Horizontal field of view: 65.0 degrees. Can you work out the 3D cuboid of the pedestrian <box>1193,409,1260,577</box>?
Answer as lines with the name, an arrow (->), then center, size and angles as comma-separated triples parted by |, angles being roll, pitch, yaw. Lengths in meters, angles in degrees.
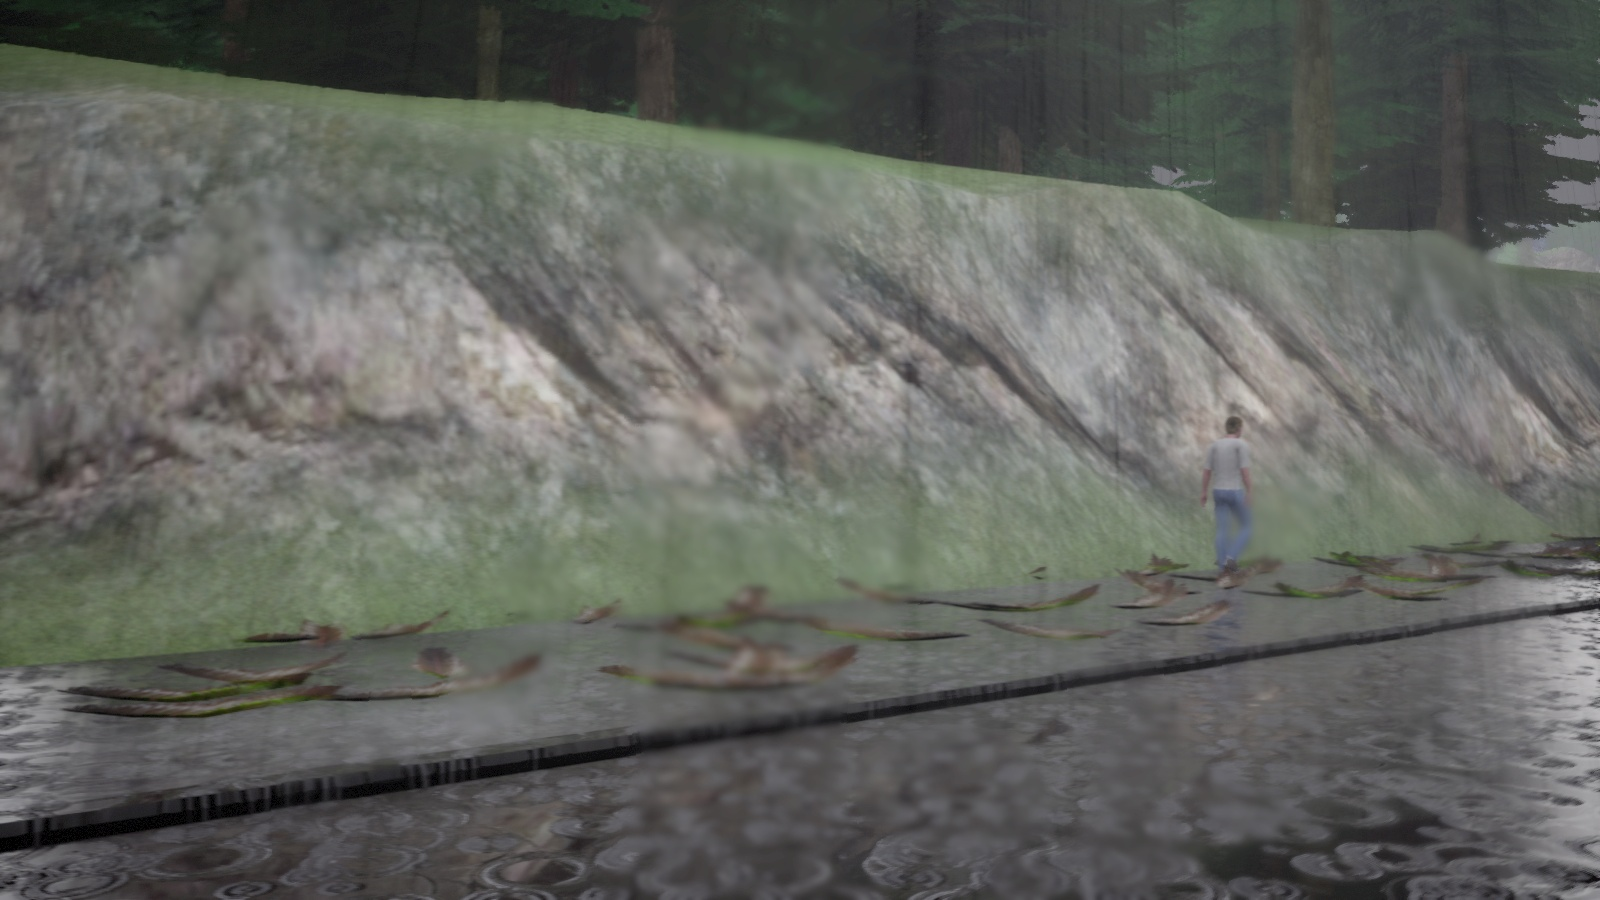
pedestrian -> 4.781, 0.473, 14.065 | 0.706, 1.836, 0.354 | 0, 0, -35

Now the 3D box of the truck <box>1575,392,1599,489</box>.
truck -> 34.735, -0.376, 47.779 | 2.891, 3.827, 8.468 | 0, 0, -36
